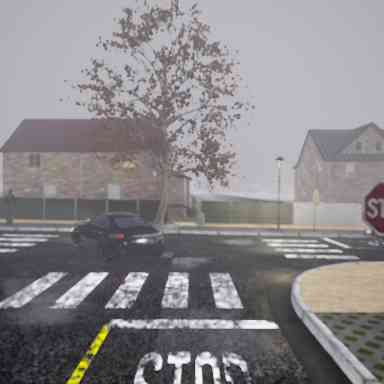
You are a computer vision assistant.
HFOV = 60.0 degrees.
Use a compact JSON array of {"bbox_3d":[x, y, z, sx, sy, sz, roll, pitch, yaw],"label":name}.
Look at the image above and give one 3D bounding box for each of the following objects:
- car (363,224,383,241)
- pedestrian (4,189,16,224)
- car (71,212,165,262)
[{"bbox_3d":[10.300,1.565,14.804,4.902,1.511,2.128,1,0,0],"label":"car"},{"bbox_3d":[-9.667,0.765,17.621,0.375,1.860,0.375,0,-1,0],"label":"pedestrian"},{"bbox_3d":[-2.669,1.382,11.577,1.994,1.385,4.181,1,1,-35],"label":"car"}]
